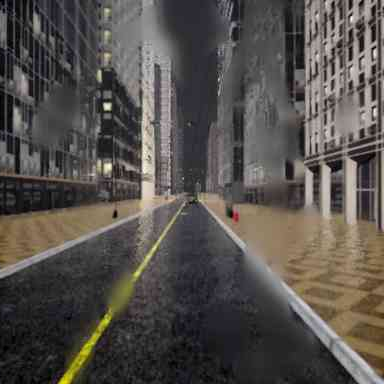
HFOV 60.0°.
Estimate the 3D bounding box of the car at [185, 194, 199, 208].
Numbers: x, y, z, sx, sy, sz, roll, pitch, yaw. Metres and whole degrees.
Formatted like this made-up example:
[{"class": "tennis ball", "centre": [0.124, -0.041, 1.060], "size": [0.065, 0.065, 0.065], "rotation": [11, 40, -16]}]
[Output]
[{"class": "car", "centre": [-0.014, 1.479, 48.518], "size": [2.128, 1.511, 4.902], "rotation": [0, 0, 0]}]
